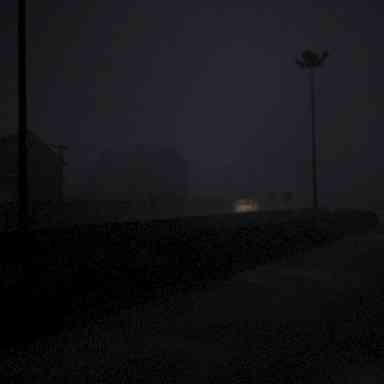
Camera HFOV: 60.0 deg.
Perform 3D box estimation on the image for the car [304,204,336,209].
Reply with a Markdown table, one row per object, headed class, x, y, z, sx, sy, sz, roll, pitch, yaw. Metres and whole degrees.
| class | x | y | z | sx | sy | sz | roll | pitch | yaw |
| --- | --- | --- | --- | --- | --- | --- | --- | --- | --- |
| car | 13.511 | 2.094 | 36.481 | 2.128 | 1.511 | 4.902 | -1 | -1 | -28 |
